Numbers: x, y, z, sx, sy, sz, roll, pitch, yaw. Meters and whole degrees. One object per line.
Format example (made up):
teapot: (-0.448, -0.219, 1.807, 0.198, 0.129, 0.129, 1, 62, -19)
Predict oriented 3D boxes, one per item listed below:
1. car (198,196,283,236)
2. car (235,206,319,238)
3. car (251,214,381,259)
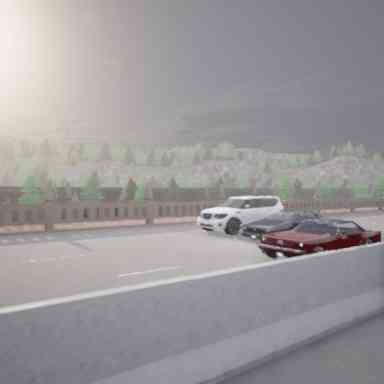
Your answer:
car: (2.968, 1.238, 19.002, 5.566, 2.045, 2.150, 0, 0, -35)
car: (4.853, 1.565, 16.049, 5.357, 1.411, 2.033, 0, 0, -35)
car: (4.504, 1.615, 11.502, 4.718, 1.301, 1.895, 0, 0, -35)
